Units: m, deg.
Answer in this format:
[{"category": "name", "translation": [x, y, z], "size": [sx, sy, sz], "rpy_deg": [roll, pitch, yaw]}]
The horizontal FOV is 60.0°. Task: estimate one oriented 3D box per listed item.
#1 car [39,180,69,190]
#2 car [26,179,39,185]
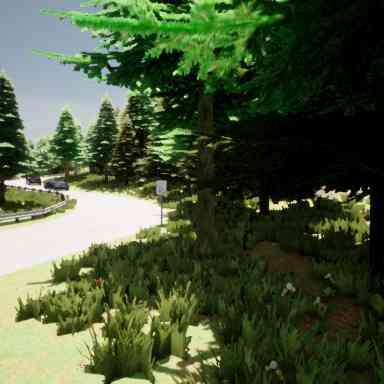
[{"category": "car", "translation": [-18.826, -0.987, 46.137], "size": [4.181, 1.385, 1.994], "rpy_deg": [6, 4, 40]}, {"category": "car", "translation": [-25.451, -1.913, 53.406], "size": [1.837, 1.490, 4.892], "rpy_deg": [0, 5, -34]}]
